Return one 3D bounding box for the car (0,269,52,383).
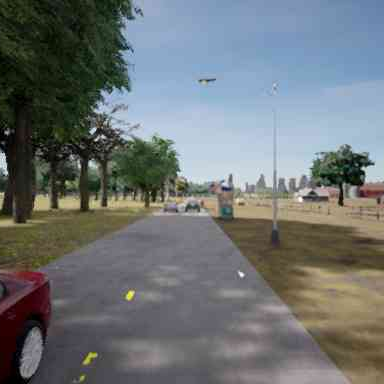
[{"bbox_3d":[-2.852,1.486,2.545,1.882,1.535,5.008,0,0,0],"label":"car"}]

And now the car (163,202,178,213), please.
[{"bbox_3d":[-2.778,2.004,44.129,1.812,1.442,4.674,0,-1,0],"label":"car"}]

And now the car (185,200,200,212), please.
[{"bbox_3d":[0.120,1.898,48.063,2.097,1.767,4.553,0,-1,0],"label":"car"}]

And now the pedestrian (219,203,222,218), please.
[{"bbox_3d":[2.868,1.632,33.411,0.375,1.860,0.375,2,-2,-15],"label":"pedestrian"}]

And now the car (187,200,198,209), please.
[{"bbox_3d":[0.079,2.235,58.380,1.837,1.490,4.892,0,-1,0],"label":"car"}]

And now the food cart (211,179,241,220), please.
[{"bbox_3d":[3.134,0.749,31.830,2.280,3.560,4.660,-1,-2,0],"label":"food cart"}]
